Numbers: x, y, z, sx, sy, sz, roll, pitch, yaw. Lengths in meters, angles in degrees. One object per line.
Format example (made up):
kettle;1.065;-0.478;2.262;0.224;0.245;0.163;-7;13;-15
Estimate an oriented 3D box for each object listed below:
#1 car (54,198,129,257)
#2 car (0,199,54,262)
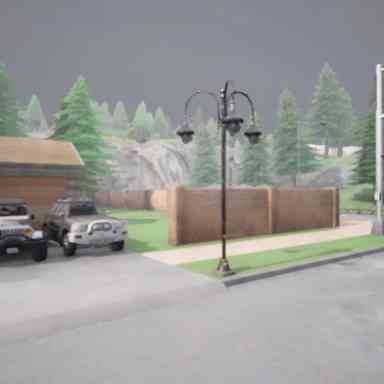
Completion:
car;-4.147;1.154;12.380;1.932;1.855;4.605;0;0;-36
car;-5.963;1.169;10.599;1.905;1.878;3.866;0;0;-36
